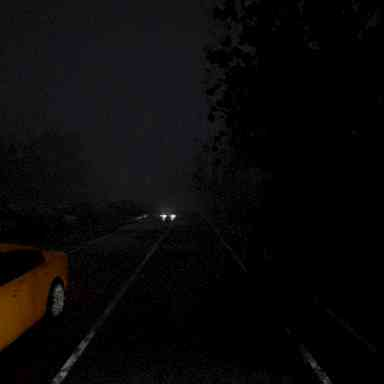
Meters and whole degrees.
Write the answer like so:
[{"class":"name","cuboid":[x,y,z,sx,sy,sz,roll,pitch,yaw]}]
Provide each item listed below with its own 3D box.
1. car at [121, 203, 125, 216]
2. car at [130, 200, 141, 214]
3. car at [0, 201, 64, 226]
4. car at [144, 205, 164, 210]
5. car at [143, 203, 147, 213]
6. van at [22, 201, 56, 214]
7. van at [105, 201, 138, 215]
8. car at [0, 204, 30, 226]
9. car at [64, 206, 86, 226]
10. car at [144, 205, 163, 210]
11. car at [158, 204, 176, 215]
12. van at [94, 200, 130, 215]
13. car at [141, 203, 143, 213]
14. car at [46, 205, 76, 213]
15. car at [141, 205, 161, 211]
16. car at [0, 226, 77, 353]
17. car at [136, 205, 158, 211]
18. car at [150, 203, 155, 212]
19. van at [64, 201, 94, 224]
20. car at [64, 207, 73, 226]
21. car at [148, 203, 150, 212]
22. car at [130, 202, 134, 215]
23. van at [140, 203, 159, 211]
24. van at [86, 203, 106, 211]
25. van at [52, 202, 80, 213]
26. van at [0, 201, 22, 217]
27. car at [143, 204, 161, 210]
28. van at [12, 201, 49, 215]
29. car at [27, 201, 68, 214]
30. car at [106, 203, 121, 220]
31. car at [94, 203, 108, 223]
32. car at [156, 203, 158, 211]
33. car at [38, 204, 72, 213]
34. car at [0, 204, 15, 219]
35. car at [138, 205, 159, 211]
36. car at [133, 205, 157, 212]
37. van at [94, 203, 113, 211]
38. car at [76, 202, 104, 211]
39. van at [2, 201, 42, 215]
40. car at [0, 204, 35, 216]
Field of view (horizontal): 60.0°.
[{"class":"car","cuboid":[-10.360,2.247,37.457,4.674,1.452,2.002,0,-1,0]},{"class":"car","cuboid":[-10.390,2.168,45.774,5.566,2.045,2.435,0,-2,0]},{"class":"car","cuboid":[-10.320,1.493,18.036,5.566,2.045,2.435,0,-1,0]},{"class":"car","cuboid":[-10.571,4.319,92.913,5.366,1.575,1.946,0,-3,0]},{"class":"car","cuboid":[-10.361,2.751,54.086,5.008,1.535,2.097,0,-2,0]},{"class":"van","cuboid":[-23.561,2.416,51.327,4.442,1.987,1.878,0,-2,0]},{"class":"van","cuboid":[-10.247,2.304,48.547,4.442,1.987,1.878,0,-2,0]},{"class":"car","cuboid":[-10.378,1.555,15.262,4.553,1.767,2.185,0,-1,0]},{"class":"car","cuboid":[-10.353,1.916,23.580,4.674,1.452,2.002,0,-1,0]},{"class":"car","cuboid":[-10.378,4.200,90.148,4.892,1.521,2.231,0,-3,0]},{"class":"car","cuboid":[-3.384,2.640,48.304,1.994,1.385,4.181,0,-2,0]},{"class":"van","cuboid":[-10.242,2.047,40.239,4.442,1.987,1.878,0,-1,0]},{"class":"car","cuboid":[-10.367,2.681,51.310,4.674,1.452,2.002,0,-2,0]},{"class":"car","cuboid":[-23.447,3.018,59.747,4.674,1.452,2.002,0,-2,0]},{"class":"car","cuboid":[-10.411,3.999,84.599,4.792,1.488,2.163,0,-2,0]},{"class":"car","cuboid":[-3.365,1.522,4.609,1.882,1.535,5.008,0,-1,0]},{"class":"car","cuboid":[-10.348,3.667,76.277,4.792,1.488,2.163,0,-2,0]},{"class":"car","cuboid":[-10.365,3.195,65.182,4.892,1.521,2.231,0,-2,0]},{"class":"van","cuboid":[-10.469,1.717,26.361,4.442,1.987,1.878,0,-1,0]},{"class":"car","cuboid":[-10.379,1.840,20.805,4.792,1.488,2.163,0,-1,0]},{"class":"car","cuboid":[-10.338,2.847,59.639,4.553,1.767,2.185,0,-2,0]},{"class":"car","cuboid":[-10.390,2.369,43.014,4.792,1.488,2.163,0,-2,0]},{"class":"van","cuboid":[-10.497,3.633,81.835,4.442,1.987,1.878,0,-2,0]},{"class":"van","cuboid":[-23.576,3.636,81.901,4.442,1.987,1.878,0,-2,0]},{"class":"van","cuboid":[-23.567,2.858,62.399,4.442,1.987,1.878,0,-2,0]},{"class":"van","cuboid":[-23.322,2.052,40.394,4.442,1.987,1.878,0,-1,0]},{"class":"car","cuboid":[-10.414,3.957,87.376,4.553,1.767,2.185,0,-2,0]},{"class":"van","cuboid":[-23.560,2.311,48.684,4.442,1.987,1.878,0,-2,0]},{"class":"car","cuboid":[-23.418,2.501,54.097,5.566,2.045,2.435,0,-2,0]},{"class":"car","cuboid":[-10.326,2.170,34.681,4.792,1.488,2.163,0,-1,0]},{"class":"car","cuboid":[-10.359,2.008,29.132,5.008,1.535,2.097,0,-1,0]},{"class":"car","cuboid":[-10.189,3.413,70.730,5.366,1.575,1.946,0,-2,0]},{"class":"car","cuboid":[-23.442,2.868,56.979,5.008,1.535,2.097,0,-2,0]},{"class":"car","cuboid":[-23.253,2.208,37.621,5.366,1.575,1.946,0,-1,0]},{"class":"car","cuboid":[-10.350,3.777,79.051,4.792,1.488,2.163,0,-2,0]},{"class":"car","cuboid":[-10.347,3.556,73.503,4.792,1.488,2.163,0,-2,0]},{"class":"van","cuboid":[-23.354,3.861,87.452,4.442,1.987,1.878,0,-2,0]},{"class":"car","cuboid":[-23.429,3.390,76.366,5.566,2.045,2.435,0,-2,0]},{"class":"van","cuboid":[-23.325,2.195,45.784,4.442,1.987,1.878,0,-2,0]},{"class":"car","cuboid":[-23.446,2.343,43.158,5.008,1.535,2.097,0,-1,0]}]
